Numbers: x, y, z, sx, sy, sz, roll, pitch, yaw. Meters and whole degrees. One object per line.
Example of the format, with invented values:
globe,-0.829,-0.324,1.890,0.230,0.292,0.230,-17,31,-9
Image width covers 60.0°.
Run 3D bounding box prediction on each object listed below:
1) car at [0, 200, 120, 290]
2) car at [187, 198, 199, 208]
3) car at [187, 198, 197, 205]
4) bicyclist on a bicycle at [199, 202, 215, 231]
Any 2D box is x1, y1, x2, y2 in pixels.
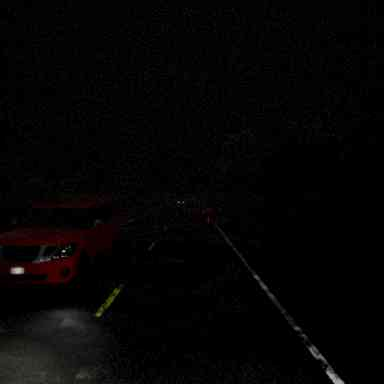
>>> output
car,-3.597,1.289,9.624,2.150,2.045,5.566,0,0,0
car,0.121,1.920,56.879,1.812,1.442,4.674,0,0,0
car,0.031,2.049,73.504,2.033,1.411,5.357,0,0,0
bicyclist on a bicycle,0.988,1.580,20.571,0.866,1.612,1.509,0,0,0
